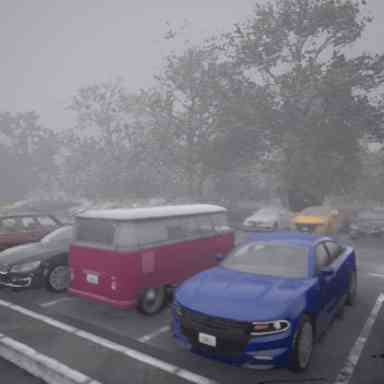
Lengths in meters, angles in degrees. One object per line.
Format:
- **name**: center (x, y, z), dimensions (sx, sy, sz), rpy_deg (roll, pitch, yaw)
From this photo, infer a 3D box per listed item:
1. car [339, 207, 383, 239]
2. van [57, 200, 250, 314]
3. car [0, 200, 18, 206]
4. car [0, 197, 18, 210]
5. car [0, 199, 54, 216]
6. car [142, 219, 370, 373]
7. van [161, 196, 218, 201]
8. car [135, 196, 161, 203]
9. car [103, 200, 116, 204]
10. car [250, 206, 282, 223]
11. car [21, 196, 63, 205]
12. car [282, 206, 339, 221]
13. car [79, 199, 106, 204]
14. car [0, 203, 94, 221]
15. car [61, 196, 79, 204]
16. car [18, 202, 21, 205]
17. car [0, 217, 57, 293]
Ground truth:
- **car**: center (9.272, 1.530, 16.725), dimensions (2.231, 1.521, 4.892), rpy_deg (0, 0, 36)
- **van**: center (-0.548, 1.319, 7.816), dimensions (1.878, 1.987, 4.442), rpy_deg (0, 0, 36)
- **car**: center (-11.888, 1.360, 15.883), dimensions (2.435, 2.045, 5.566), rpy_deg (0, 0, 36)
- **car**: center (-24.640, 1.464, 41.160), dimensions (2.231, 1.521, 4.892), rpy_deg (2, 1, 36)
- **car**: center (-18.066, 1.582, 36.199), dimensions (1.946, 1.575, 5.366), rpy_deg (1, 0, 36)
- **car**: center (1.646, 1.530, 6.097), dimensions (2.097, 1.535, 5.008), rpy_deg (0, 0, 36)
- **van**: center (0.163, 1.359, 23.141), dimensions (1.878, 1.987, 4.442), rpy_deg (0, 0, 36)
- **car**: center (-2.045, 1.347, 24.841), dimensions (2.435, 2.045, 5.566), rpy_deg (0, 0, 36)
- **car**: center (-4.178, 1.608, 26.643), dimensions (1.946, 1.575, 5.366), rpy_deg (0, 0, 36)
- **car**: center (4.751, 1.598, 19.980), dimensions (2.002, 1.452, 4.674), rpy_deg (0, 0, 36)
- **car**: center (-13.415, 1.374, 33.109), dimensions (2.435, 2.045, 5.566), rpy_deg (0, 0, 36)
- **car**: center (7.012, 1.544, 18.353), dimensions (2.097, 1.535, 5.008), rpy_deg (0, 0, 36)
- **car**: center (-6.648, 1.625, 28.189), dimensions (2.097, 1.535, 5.008), rpy_deg (0, 0, 36)
- **car**: center (-5.251, 1.447, 11.024), dimensions (2.185, 1.767, 4.553), rpy_deg (0, 0, 36)
- **car**: center (-8.887, 1.508, 29.848), dimensions (2.185, 1.767, 4.553), rpy_deg (0, 0, 36)
- **car**: center (-15.691, 1.609, 34.722), dimensions (2.097, 1.535, 5.008), rpy_deg (1, 0, 36)
- **car**: center (-2.869, 1.560, 9.354), dimensions (2.231, 1.521, 4.892), rpy_deg (0, 0, 36)
